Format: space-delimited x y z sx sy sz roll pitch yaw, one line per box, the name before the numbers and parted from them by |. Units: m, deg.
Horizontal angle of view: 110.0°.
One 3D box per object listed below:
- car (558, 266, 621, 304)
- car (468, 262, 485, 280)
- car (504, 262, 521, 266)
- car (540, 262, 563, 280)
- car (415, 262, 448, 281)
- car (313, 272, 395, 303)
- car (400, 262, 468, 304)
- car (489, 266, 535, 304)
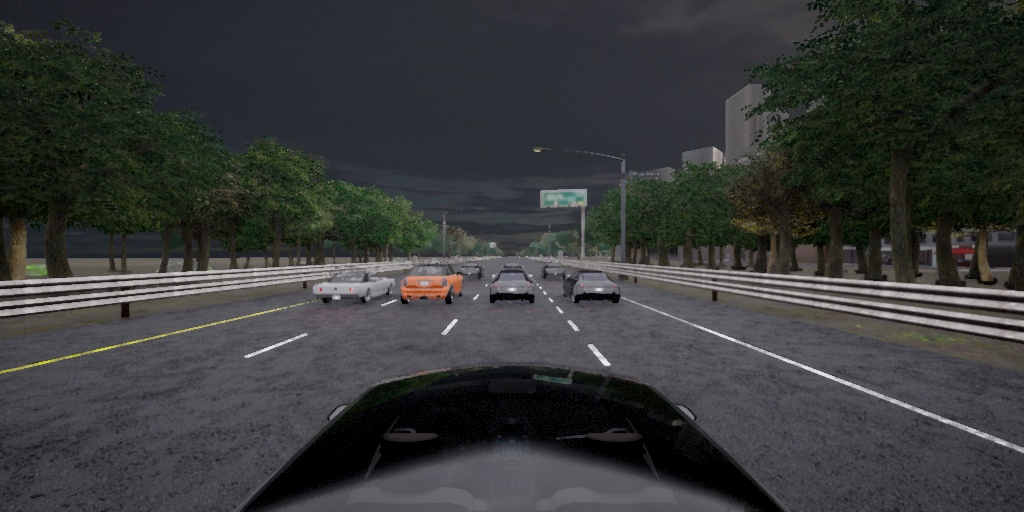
car | 3.511 1.321 16.454 1.994 1.385 4.181 0 0 0
car | -3.452 1.233 31.456 2.128 1.511 4.902 0 0 0
car | 0.048 1.233 31.445 2.128 1.511 4.902 0 0 0
car | 3.548 1.233 31.433 2.128 1.511 4.902 0 0 0
car | -6.952 1.271 31.467 1.812 1.442 4.674 0 0 0
car | -6.988 1.365 16.501 1.895 1.301 4.718 0 0 0
car | -3.489 1.114 16.436 2.097 1.767 4.553 0 0 0
car | 0.011 1.321 16.460 1.994 1.385 4.181 0 0 0
